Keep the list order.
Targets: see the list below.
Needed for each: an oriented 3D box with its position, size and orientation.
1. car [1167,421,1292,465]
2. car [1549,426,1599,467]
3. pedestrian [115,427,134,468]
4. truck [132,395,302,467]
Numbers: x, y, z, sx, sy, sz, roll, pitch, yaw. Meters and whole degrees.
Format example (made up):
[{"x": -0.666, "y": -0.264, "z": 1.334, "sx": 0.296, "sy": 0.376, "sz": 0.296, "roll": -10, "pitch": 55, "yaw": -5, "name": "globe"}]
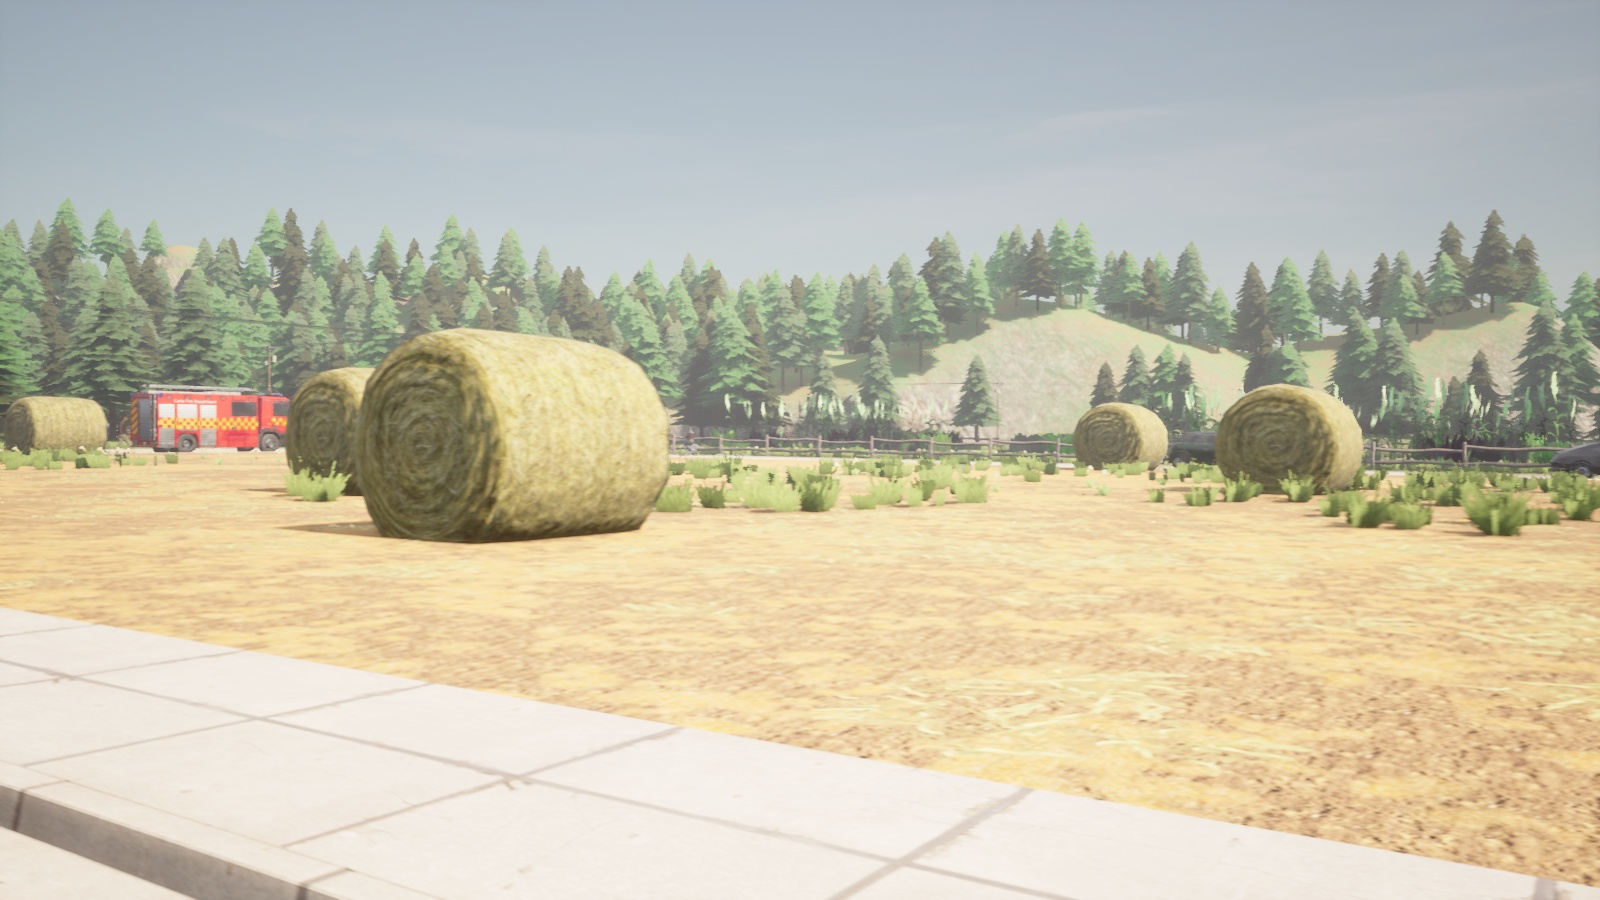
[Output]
[{"x": 18.106, "y": -0.305, "z": 52.970, "sx": 4.553, "sy": 1.767, "sz": 2.097, "roll": 0, "pitch": 1, "yaw": 37, "name": "car"}, {"x": 29.299, "y": -0.123, "z": 44.412, "sx": 4.674, "sy": 1.442, "sz": 1.812, "roll": 0, "pitch": 1, "yaw": 37, "name": "car"}, {"x": -30.817, "y": -0.113, "z": 57.279, "sx": 0.703, "sy": 1.840, "sz": 0.431, "roll": -1, "pitch": 1, "yaw": -30, "name": "pedestrian"}, {"x": -33.226, "y": -1.088, "z": 71.924, "sx": 2.891, "sy": 3.827, "sz": 8.468, "roll": 0, "pitch": 1, "yaw": 35, "name": "truck"}]
